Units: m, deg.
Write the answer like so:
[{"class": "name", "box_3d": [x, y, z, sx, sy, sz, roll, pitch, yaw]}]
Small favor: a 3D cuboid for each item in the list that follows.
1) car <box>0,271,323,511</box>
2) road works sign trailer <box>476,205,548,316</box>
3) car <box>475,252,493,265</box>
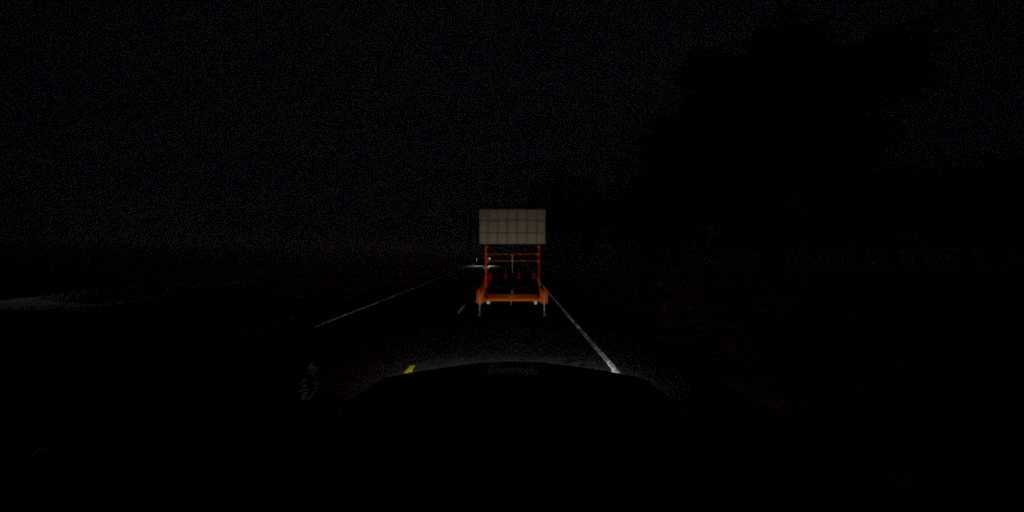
[{"class": "car", "box_3d": [-3.598, 1.085, 2.923, 2.097, 1.767, 4.553, 0, 1, 0]}, {"class": "road works sign trailer", "box_3d": [0.015, 0.054, 12.470, 2.380, 3.560, 2.880, 0, 0, 1]}, {"class": "car", "box_3d": [-3.565, 0.229, 46.512, 2.097, 1.767, 4.553, 0, 1, 0]}]
